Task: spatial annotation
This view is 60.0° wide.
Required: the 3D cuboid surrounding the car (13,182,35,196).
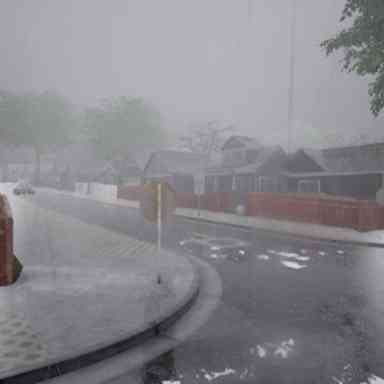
[{"bbox_3d":[-22.370,-0.485,44.300,2.097,1.767,4.553,0,2,-35],"label":"car"}]
